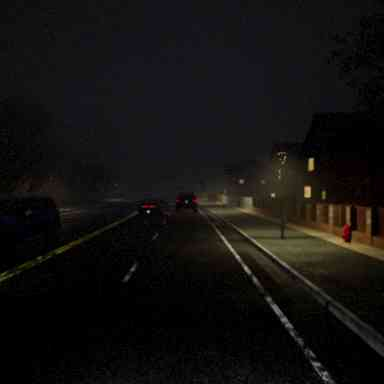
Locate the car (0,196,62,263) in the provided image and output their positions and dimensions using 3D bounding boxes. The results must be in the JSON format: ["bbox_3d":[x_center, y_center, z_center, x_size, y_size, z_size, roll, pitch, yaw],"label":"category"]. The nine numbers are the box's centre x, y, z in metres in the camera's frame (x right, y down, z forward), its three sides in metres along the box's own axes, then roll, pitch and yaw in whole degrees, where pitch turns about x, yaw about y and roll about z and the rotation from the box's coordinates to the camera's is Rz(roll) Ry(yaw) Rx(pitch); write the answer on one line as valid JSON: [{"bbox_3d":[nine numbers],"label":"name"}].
[{"bbox_3d":[-6.670,1.172,12.121,2.150,2.045,5.566,0,0,0],"label":"car"}]

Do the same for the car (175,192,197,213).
[{"bbox_3d":[-0.630,1.060,35.134,2.150,2.045,5.566,0,0,-2],"label":"car"}]

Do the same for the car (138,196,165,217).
[{"bbox_3d":[-3.698,1.370,29.969,1.837,1.490,4.892,0,0,-2],"label":"car"}]

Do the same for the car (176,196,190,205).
[{"bbox_3d":[-1.452,1.324,51.862,1.994,1.385,4.181,0,0,-3],"label":"car"}]

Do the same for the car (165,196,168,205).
[{"bbox_3d":[-4.701,1.313,51.933,2.033,1.411,5.357,0,0,-3],"label":"car"}]
